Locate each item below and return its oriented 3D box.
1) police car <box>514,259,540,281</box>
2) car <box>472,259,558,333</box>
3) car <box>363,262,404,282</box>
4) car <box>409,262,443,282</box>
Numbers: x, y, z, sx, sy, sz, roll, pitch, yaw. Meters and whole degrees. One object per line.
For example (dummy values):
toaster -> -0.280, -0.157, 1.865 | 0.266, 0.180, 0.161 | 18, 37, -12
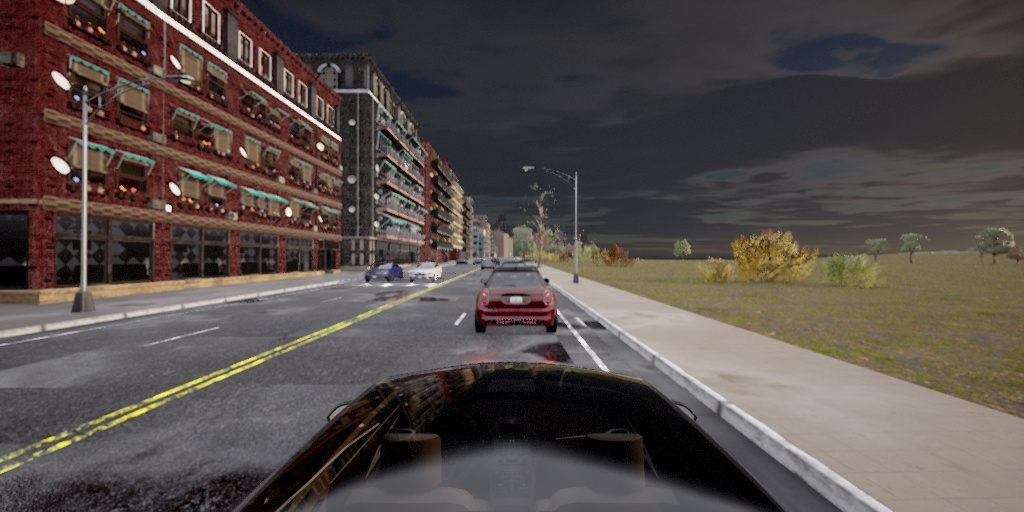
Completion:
police car -> 1.151, 1.112, 30.112 | 1.930, 1.638, 5.238 | 0, 0, 0
car -> 0.098, 1.082, 10.846 | 2.097, 1.767, 4.553 | 0, 0, 0
car -> -9.837, 1.218, 27.965 | 1.812, 1.442, 4.674 | 0, 0, 0
car -> -6.598, 1.218, 27.979 | 1.812, 1.442, 4.674 | 0, 0, 0
